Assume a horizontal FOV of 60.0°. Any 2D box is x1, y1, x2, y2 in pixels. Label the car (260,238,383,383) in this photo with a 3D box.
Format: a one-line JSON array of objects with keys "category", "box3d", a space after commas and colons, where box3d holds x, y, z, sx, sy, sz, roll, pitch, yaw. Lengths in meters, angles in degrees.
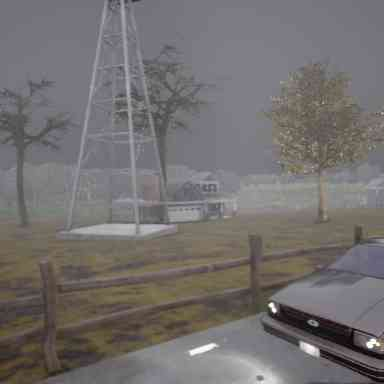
[{"category": "car", "box3d": [3.612, 1.544, 5.645, 5.357, 1.411, 2.033, 0, 0, -35]}]
